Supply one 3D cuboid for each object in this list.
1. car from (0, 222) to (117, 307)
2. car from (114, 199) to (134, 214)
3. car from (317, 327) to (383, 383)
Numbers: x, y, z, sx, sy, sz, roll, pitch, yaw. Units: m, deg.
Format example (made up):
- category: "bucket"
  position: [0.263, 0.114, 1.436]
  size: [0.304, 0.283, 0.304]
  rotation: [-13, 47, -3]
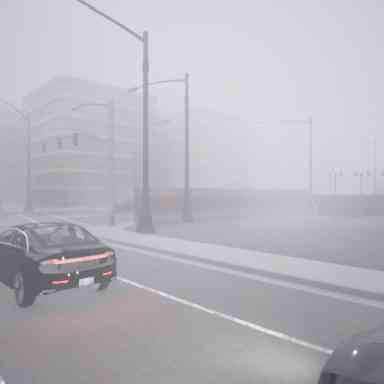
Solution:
- category: "car"
  position: [-3.666, 1.488, 8.089]
  size: [2.128, 1.511, 4.902]
  rotation: [0, 0, -43]
- category: "car"
  position: [-6.385, 1.479, 34.900]
  size: [4.902, 1.511, 2.128]
  rotation: [0, 0, -44]
- category: "car"
  position: [3.157, 1.505, 1.611]
  size: [4.892, 1.490, 1.837]
  rotation: [0, 0, 38]
